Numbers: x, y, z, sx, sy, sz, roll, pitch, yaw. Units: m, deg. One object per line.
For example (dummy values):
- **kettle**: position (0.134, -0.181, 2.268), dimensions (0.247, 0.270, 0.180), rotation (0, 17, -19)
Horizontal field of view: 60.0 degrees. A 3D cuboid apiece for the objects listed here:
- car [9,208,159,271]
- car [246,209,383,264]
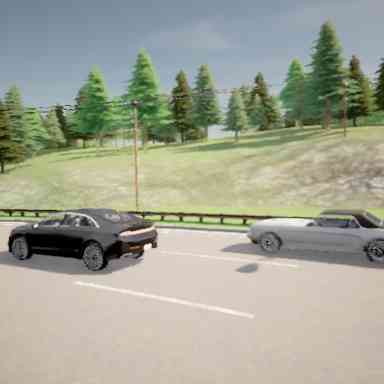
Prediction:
- **car**: position (-3.297, 1.222, 9.782), dimensions (4.902, 1.511, 2.128), rotation (0, 2, 28)
- **car**: position (4.090, 1.176, 9.962), dimensions (4.718, 1.301, 1.895), rotation (0, 2, 31)
